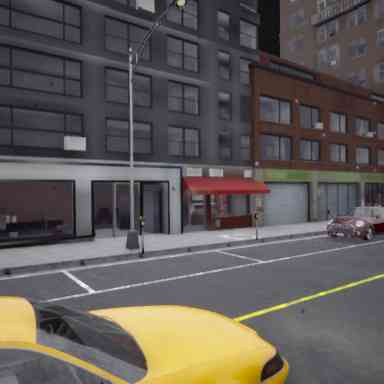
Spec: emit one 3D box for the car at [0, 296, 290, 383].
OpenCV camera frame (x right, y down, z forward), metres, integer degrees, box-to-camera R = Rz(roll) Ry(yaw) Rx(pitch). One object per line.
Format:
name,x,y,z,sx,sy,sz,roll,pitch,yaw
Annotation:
car,-1.548,1.455,2.329,5.366,1.575,1.801,0,0,-36

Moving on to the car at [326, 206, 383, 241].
car,8.456,1.435,16.440,4.097,1.590,1.967,0,-1,-35
